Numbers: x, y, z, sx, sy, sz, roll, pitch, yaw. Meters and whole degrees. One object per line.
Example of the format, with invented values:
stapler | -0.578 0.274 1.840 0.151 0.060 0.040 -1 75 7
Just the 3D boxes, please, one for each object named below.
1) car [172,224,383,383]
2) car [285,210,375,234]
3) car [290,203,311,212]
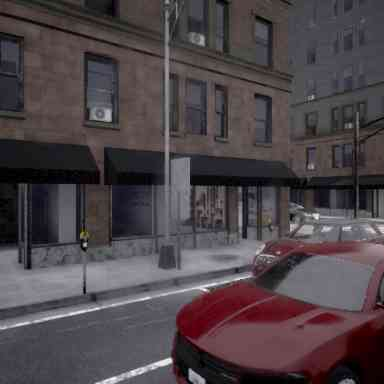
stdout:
car | 2.076 1.477 4.557 5.008 1.535 1.882 0 0 -36
car | 3.464 1.440 8.670 4.097 1.590 1.967 0 0 -36
car | 7.071 1.537 24.623 2.128 1.511 4.902 0 0 -35
